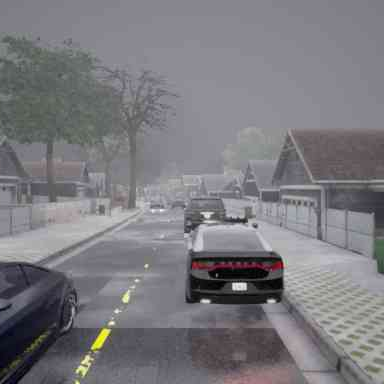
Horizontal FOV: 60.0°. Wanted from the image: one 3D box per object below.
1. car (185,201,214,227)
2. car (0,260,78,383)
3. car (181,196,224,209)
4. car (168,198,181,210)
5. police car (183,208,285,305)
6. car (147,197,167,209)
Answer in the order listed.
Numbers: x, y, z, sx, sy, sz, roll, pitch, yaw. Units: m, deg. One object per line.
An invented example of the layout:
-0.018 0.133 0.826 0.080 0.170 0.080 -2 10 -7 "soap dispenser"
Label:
0.417 1.494 24.476 1.801 1.575 5.366 0 0 -2 "car"
-2.875 1.562 3.864 1.994 1.385 4.181 0 0 0 "car"
0.641 1.250 18.288 2.150 2.045 5.566 0 0 -2 "car"
-2.003 1.662 46.832 1.837 1.490 4.892 0 0 -5 "car"
0.807 1.430 8.315 1.930 1.638 5.238 0 0 0 "police car"
-4.941 1.731 47.268 1.994 1.385 4.181 0 0 -6 "car"
